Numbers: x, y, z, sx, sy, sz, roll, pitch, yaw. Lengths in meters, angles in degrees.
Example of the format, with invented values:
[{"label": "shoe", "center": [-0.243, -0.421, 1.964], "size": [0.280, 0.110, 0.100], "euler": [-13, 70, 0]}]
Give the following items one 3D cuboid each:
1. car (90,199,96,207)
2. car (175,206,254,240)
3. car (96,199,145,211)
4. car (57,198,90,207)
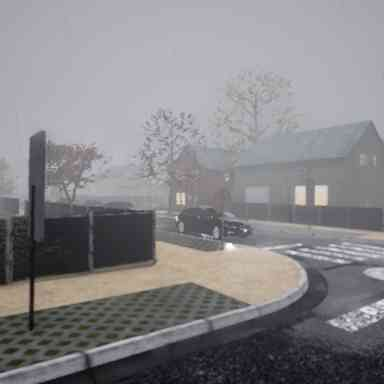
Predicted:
[{"label": "car", "center": [-11.905, 1.488, 38.978], "size": [1.994, 1.385, 4.181], "euler": [1, -1, -37]}, {"label": "car", "center": [0.995, 1.498, 17.014], "size": [1.837, 1.490, 4.892], "euler": [1, -1, -36]}, {"label": "car", "center": [-5.288, 1.419, 25.362], "size": [1.882, 1.535, 5.008], "euler": [1, -1, -37]}, {"label": "car", "center": [-12.987, 1.357, 35.545], "size": [1.882, 1.535, 5.008], "euler": [1, -1, -37]}]
